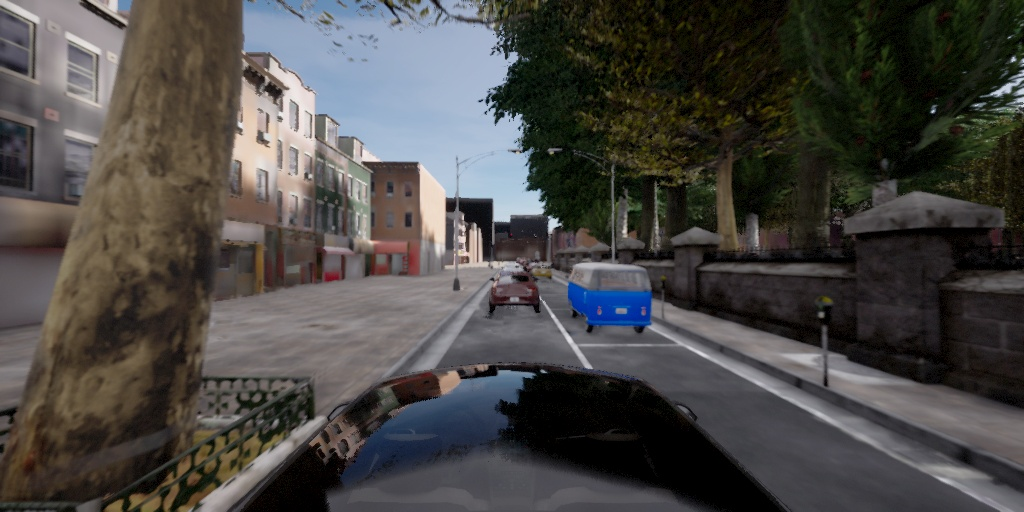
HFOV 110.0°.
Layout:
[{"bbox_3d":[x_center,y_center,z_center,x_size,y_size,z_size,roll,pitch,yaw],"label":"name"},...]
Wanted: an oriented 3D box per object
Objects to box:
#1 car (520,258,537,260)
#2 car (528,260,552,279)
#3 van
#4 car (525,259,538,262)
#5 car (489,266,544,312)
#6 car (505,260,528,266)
[{"bbox_3d":[2.636,1.159,48.666,2.192,1.841,5.009,0,0,0],"label":"car"},{"bbox_3d":[2.637,1.324,32.489,1.751,1.417,4.829,0,0,0],"label":"car"},{"bbox_3d":[2.638,1.101,10.521,1.690,1.789,3.998,0,0,0],"label":"van"},{"bbox_3d":[2.636,1.410,43.217,1.802,1.307,4.207,0,0,0],"label":"car"},{"bbox_3d":[0.083,1.291,14.225,1.812,1.442,4.674,0,0,0],"label":"car"},{"bbox_3d":[0.094,1.318,29.543,1.812,1.442,4.674,0,0,0],"label":"car"}]
